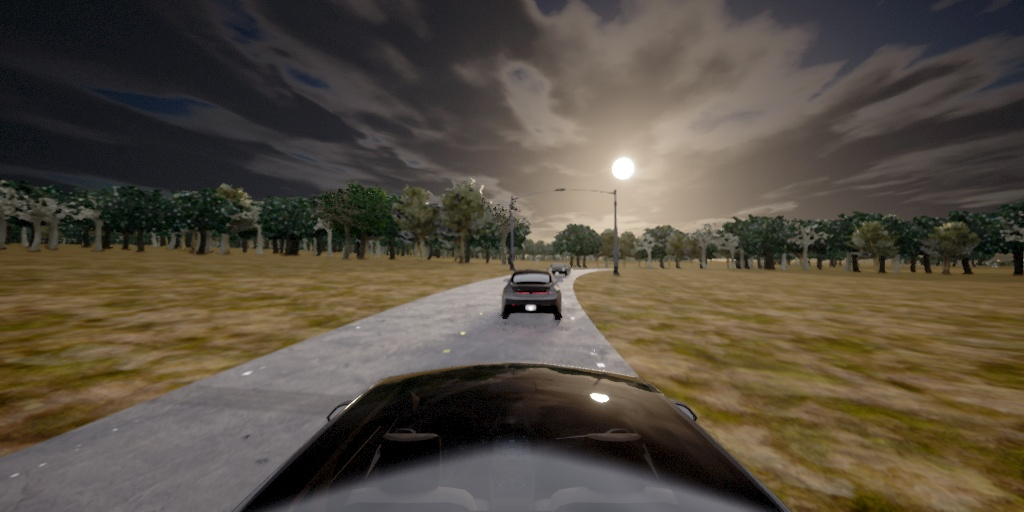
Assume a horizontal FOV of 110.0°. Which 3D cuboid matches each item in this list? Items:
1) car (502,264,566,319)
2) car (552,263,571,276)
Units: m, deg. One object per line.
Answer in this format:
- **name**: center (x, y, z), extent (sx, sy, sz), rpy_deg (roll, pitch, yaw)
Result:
- **car**: center (0.740, 1.207, 12.573), extent (1.837, 1.490, 4.892), rpy_deg (0, 0, 5)
- **car**: center (4.762, 1.323, 35.461), extent (1.895, 1.301, 4.718), rpy_deg (0, -1, 15)
